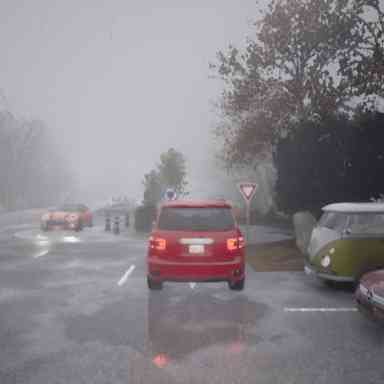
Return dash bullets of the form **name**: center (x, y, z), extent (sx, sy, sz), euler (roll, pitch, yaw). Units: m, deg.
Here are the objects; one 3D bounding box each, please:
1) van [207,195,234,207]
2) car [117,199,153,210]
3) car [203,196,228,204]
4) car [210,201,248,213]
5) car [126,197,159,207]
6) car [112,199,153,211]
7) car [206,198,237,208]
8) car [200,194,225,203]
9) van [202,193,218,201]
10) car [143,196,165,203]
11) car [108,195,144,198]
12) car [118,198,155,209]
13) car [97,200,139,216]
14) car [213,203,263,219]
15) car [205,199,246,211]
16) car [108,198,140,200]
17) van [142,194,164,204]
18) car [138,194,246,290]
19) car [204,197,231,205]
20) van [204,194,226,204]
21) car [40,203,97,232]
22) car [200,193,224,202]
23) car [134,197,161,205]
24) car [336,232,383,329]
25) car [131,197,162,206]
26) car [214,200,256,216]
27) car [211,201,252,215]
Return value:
- **van**: center (4.868, 1.492, 57.062), extent (4.442, 1.987, 1.878), euler (0, 1, 0)
- **car**: center (-8.318, 1.806, 48.650), extent (4.892, 1.521, 2.231), euler (0, 1, 0)
- **car**: center (4.751, 1.656, 68.012), extent (5.008, 1.535, 2.097), euler (0, 0, 0)
- **car**: center (4.756, 1.906, 43.092), extent (4.674, 1.452, 2.002), euler (0, 1, 0)
- **car**: center (-8.514, 1.714, 57.098), extent (5.366, 1.575, 1.946), euler (0, 1, 0)
- **car**: center (-8.137, 1.832, 45.873), extent (5.366, 1.575, 1.946), euler (0, 1, 0)
- **car**: center (4.725, 1.776, 54.170), extent (4.792, 1.488, 2.163), euler (0, 1, 0)
- **car**: center (4.713, 1.388, 76.321), extent (5.566, 2.045, 2.435), euler (0, 0, 0)
- **van**: center (4.851, 1.384, 90.298), extent (4.442, 1.987, 1.878), euler (0, 0, 0)
- **car**: center (-8.366, 1.674, 73.624), extent (4.792, 1.488, 2.163), euler (0, 0, 0)
- **car**: center (-8.293, 1.614, 43.094), extent (5.566, 2.045, 2.435), euler (0, 1, 0)
- **car**: center (-8.511, 1.772, 51.425), extent (5.366, 1.575, 1.946), euler (0, 1, 0)
- **car**: center (-8.347, 1.955, 37.546), extent (4.792, 1.488, 2.163), euler (0, 1, 0)
- **car**: center (4.758, 1.954, 34.905), extent (5.008, 1.535, 2.097), euler (0, 1, 0)
- **car**: center (4.572, 1.833, 45.861), extent (5.366, 1.575, 1.946), euler (0, 1, 0)
- **car**: center (-8.314, 1.895, 40.321), extent (5.008, 1.535, 2.097), euler (0, 1, 0)
- **van**: center (-8.219, 1.424, 70.847), extent (4.442, 1.987, 1.878), euler (0, 0, 0)
- **car**: center (0.080, 1.202, 9.195), extent (2.150, 2.045, 5.566), euler (0, 0, 0)
- **car**: center (4.778, 1.706, 62.474), extent (4.792, 1.488, 2.163), euler (0, 0, 0)
- **van**: center (4.861, 1.425, 70.781), extent (4.442, 1.987, 1.878), euler (0, 0, 0)
- **car**: center (-7.650, 1.482, 20.657), extent (2.097, 1.767, 4.553), euler (1, -2, -4)
- **car**: center (4.712, 1.382, 79.091), extent (5.566, 2.045, 2.435), euler (0, 0, 0)
- **car**: center (-8.337, 1.677, 62.518), extent (4.892, 1.521, 2.231), euler (0, 0, 0)
- **car**: center (5.043, 1.509, 5.135), extent (4.674, 1.452, 2.002), euler (0, 0, 0)
- **car**: center (-8.144, 1.691, 59.751), extent (5.366, 1.575, 1.946), euler (0, 0, 0)
- **car**: center (4.793, 1.799, 37.675), extent (4.553, 1.767, 2.185), euler (0, 1, 0)
- **car**: center (4.731, 1.925, 40.322), extent (4.792, 1.488, 2.163), euler (0, 1, 0)
